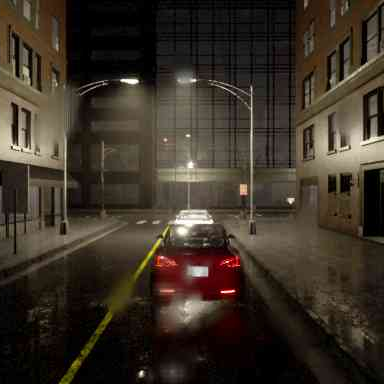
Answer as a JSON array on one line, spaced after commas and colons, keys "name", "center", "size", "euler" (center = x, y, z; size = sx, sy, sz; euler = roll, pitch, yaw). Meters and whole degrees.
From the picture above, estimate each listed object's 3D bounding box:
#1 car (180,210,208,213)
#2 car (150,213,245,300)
[{"name": "car", "center": [0.096, 1.603, 17.464], "size": [1.895, 1.301, 4.718], "euler": [0, 0, 0]}, {"name": "car", "center": [0.107, 1.504, 8.448], "size": [2.163, 1.488, 4.792], "euler": [0, 0, 0]}]
